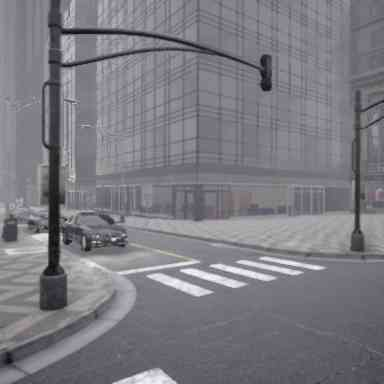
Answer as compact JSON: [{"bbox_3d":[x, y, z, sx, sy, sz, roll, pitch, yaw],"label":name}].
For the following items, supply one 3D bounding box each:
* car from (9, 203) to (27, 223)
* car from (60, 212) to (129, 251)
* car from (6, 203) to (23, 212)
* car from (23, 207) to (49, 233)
[{"bbox_3d":[-15.946,2.065,31.171,1.812,1.442,4.674,0,-1,-36],"label":"car"},{"bbox_3d":[-4.627,1.748,15.564,1.837,1.490,4.892,0,-1,-36],"label":"car"},{"bbox_3d":[-29.724,2.522,55.583,1.812,1.442,4.674,0,-1,-36],"label":"car"},{"bbox_3d":[-9.965,1.946,22.912,1.994,1.385,4.181,0,-1,-36],"label":"car"}]
